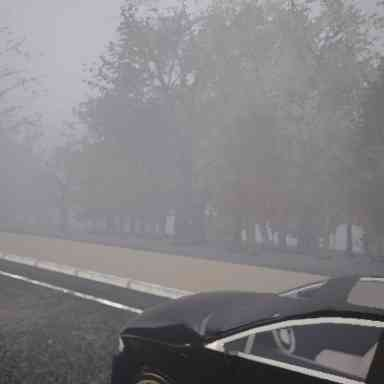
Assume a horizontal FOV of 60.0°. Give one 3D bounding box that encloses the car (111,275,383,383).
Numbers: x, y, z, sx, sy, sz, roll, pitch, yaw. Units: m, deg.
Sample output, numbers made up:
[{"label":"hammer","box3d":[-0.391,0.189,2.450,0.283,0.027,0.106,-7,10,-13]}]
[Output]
[{"label":"car","box3d":[1.414,1.491,2.677,4.902,1.511,2.128,0,0,36]}]
